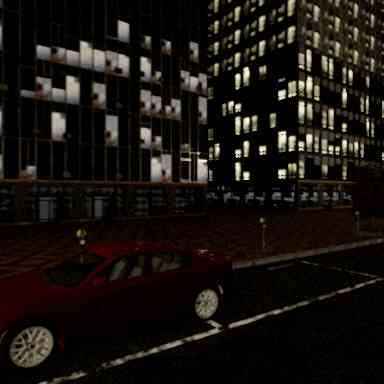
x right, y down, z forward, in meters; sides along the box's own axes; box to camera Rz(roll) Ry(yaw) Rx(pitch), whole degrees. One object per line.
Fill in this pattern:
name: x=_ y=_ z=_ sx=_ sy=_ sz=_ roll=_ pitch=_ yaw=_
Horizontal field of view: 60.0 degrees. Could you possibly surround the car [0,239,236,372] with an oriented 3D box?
car: x=-1.281 y=1.544 z=5.646 sx=4.507 sy=1.381 sz=1.887 roll=0 pitch=0 yaw=-36
